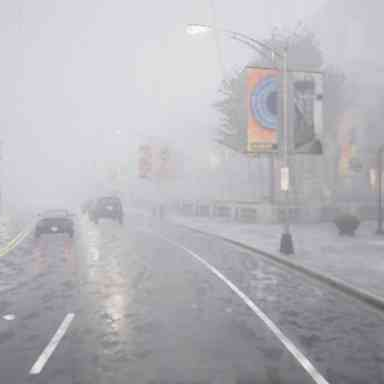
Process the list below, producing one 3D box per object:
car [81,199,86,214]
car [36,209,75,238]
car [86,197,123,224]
[{"bbox_3d":[-12.346,1.635,40.424,2.097,1.767,4.553,0,0,-22],"label":"car"},{"bbox_3d":[-7.602,1.662,18.610,1.812,1.442,4.674,0,0,-20],"label":"car"},{"bbox_3d":[-7.021,1.402,26.947,2.150,2.045,5.566,0,-1,-22],"label":"car"}]
